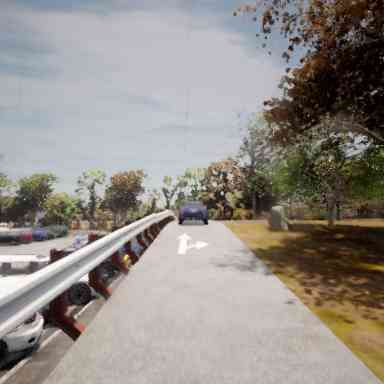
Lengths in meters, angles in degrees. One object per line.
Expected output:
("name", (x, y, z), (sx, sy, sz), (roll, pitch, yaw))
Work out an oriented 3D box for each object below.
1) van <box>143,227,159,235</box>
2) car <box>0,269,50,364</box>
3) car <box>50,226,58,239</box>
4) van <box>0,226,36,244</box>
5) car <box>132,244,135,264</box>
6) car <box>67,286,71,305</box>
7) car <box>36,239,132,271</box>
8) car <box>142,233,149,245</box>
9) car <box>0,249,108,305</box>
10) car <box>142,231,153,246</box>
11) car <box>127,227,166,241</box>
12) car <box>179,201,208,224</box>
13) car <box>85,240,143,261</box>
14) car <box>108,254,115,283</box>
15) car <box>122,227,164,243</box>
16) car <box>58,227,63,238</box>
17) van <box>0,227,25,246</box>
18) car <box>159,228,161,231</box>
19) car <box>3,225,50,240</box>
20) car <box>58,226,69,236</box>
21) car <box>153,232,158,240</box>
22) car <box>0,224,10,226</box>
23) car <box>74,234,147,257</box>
("van", (-6.845, 5.771, 41.760), (4.442, 1.987, 1.878), (2, -5, -20))
("car", (-6.842, 3.392, 8.544), (5.566, 2.045, 2.435), (2, -4, -20))
("car", (-23.919, 6.387, 50.882), (5.566, 2.045, 2.435), (1, -5, -20))
("van", (-24.027, 5.994, 44.918), (4.442, 1.987, 1.878), (1, -4, -20))
("car", (-7.056, 4.702, 23.546), (5.366, 1.575, 1.946), (2, -4, -20))
("car", (-6.861, 3.886, 11.540), (4.792, 1.488, 2.163), (2, -4, -20))
("car", (-6.899, 4.247, 20.608), (5.566, 2.045, 2.435), (2, -4, -20))
("car", (-6.947, 5.226, 32.658), (4.553, 1.767, 2.185), (2, -5, -20))
("car", (-6.812, 3.822, 14.596), (5.566, 2.045, 2.435), (2, -5, -20))
("car", (-6.968, 5.440, 35.679), (4.553, 1.767, 2.185), (2, -5, -20))
("car", (-6.970, 6.381, 50.780), (5.566, 2.045, 2.435), (2, -5, -20))
("car", (0.096, 1.480, 25.619), (2.097, 1.767, 4.553), (0, -3, 0))
("car", (-6.938, 5.168, 29.630), (4.792, 1.488, 2.163), (2, -4, -20))
("car", (-6.871, 4.287, 17.591), (4.892, 1.521, 2.231), (2, -5, -20))
("car", (-6.998, 6.165, 47.727), (5.566, 2.045, 2.435), (2, -4, -20))
("car", (-23.935, 6.876, 53.822), (4.792, 1.488, 2.163), (1, -5, -20))
("van", (-24.016, 5.785, 41.966), (4.442, 1.987, 1.878), (1, -4, -20))
("car", (-6.934, 6.080, 44.728), (4.553, 1.767, 2.185), (2, -4, -20))
("car", (-23.908, 6.179, 47.930), (5.566, 2.045, 2.435), (1, -5, -20))
("car", (-23.988, 6.802, 56.751), (5.566, 2.045, 2.435), (1, -4, -20))
("car", (-6.937, 5.780, 38.683), (4.892, 1.521, 2.231), (2, -4, -20))
("car", (-39.700, 7.738, 70.023), (2.435, 2.045, 5.566), (1, -4, -19))
("car", (-6.864, 4.676, 26.656), (5.566, 2.045, 2.435), (2, -5, -20))
